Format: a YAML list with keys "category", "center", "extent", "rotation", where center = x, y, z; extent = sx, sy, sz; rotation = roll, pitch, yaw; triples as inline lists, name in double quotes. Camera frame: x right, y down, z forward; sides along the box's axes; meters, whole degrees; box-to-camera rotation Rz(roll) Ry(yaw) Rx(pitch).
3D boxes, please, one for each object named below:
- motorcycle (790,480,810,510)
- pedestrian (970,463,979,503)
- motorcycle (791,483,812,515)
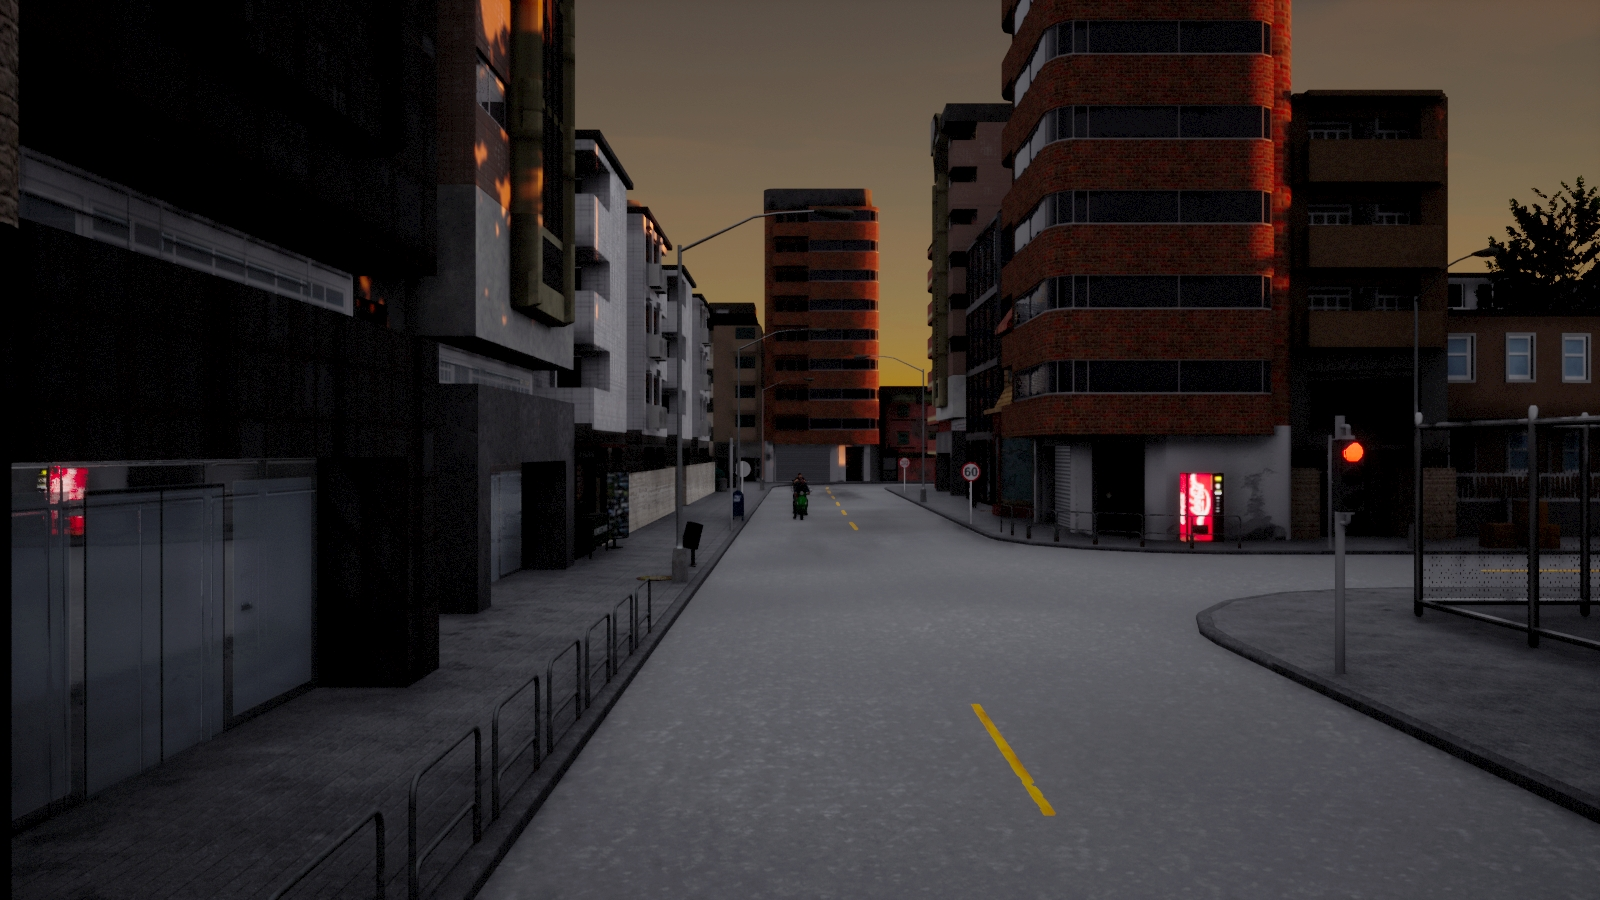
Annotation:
- category: "motorcycle"
  center: [0.019, 1.970, 50.389]
  extent: [0.856, 1.236, 1.805]
  rotation: [0, 0, 0]
- category: "pedestrian"
  center: [8.077, 1.533, 52.942]
  extent: [0.375, 1.860, 0.375]
  rotation: [0, 0, 6]
- category: "motorcycle"
  center: [0.063, 1.970, 46.521]
  extent: [0.856, 1.236, 1.805]
  rotation: [0, 0, 0]
